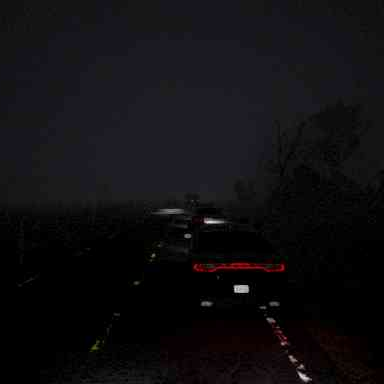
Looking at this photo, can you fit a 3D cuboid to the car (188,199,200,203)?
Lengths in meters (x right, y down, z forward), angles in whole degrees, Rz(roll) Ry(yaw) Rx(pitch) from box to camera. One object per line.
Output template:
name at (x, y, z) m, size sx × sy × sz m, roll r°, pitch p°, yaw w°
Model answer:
car at (0.847, 1.511, 24.068) m, size 1.837 × 1.490 × 4.892 m, roll 0°, pitch 0°, yaw 0°

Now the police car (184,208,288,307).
police car at (0.833, 1.426, 8.178) m, size 1.930 × 1.638 × 5.238 m, roll 0°, pitch 0°, yaw 0°

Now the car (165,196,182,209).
car at (-2.709, 1.630, 46.553) m, size 1.895 × 1.301 × 4.718 m, roll 0°, pitch 0°, yaw 0°

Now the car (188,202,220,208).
car at (0.841, 1.508, 18.068) m, size 1.837 × 1.490 × 4.892 m, roll 0°, pitch 0°, yaw 0°

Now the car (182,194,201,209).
car at (0.078, 1.251, 45.961) m, size 2.150 × 2.045 × 5.566 m, roll 0°, pitch 0°, yaw 1°

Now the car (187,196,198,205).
car at (0.054, 1.534, 60.575) m, size 1.882 × 1.535 × 5.008 m, roll 0°, pitch 0°, yaw 0°
